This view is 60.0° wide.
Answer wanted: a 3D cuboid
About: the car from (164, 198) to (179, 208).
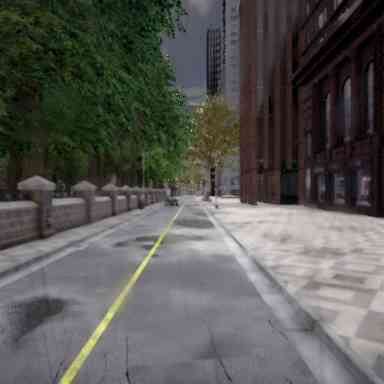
[{"bbox_3d":[-3.008,1.612,50.046,1.994,1.385,4.181,0,0,0],"label":"car"}]
